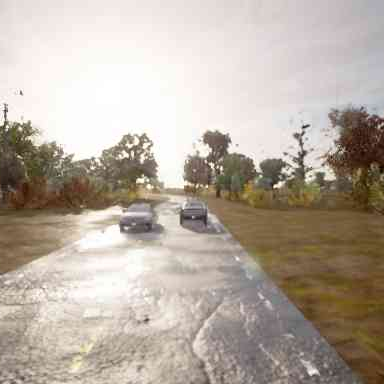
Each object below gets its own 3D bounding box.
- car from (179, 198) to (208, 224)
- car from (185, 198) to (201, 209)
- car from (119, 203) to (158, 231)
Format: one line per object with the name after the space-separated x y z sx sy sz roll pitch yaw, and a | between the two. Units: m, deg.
0.097 1.386 23.550 2.128 1.511 4.902 0 0 0 | car
0.092 1.405 42.139 1.895 1.301 4.718 0 0 0 | car
-3.102 1.436 20.057 1.812 1.442 4.674 0 0 0 | car
